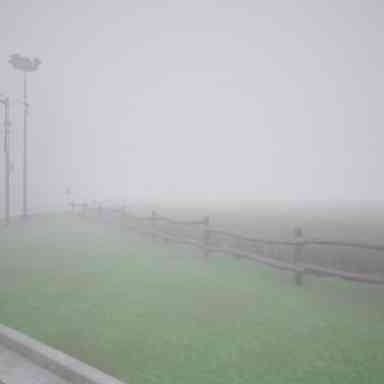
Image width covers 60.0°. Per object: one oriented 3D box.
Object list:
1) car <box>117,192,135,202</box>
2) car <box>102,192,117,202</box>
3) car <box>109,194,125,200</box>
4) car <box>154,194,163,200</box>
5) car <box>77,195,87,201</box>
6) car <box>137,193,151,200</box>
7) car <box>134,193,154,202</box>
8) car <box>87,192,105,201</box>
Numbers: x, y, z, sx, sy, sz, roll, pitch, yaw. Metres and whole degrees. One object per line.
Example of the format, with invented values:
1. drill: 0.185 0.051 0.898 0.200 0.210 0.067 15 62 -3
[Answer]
1. car: -13.824 1.288 72.373 1.882 1.535 5.008 0 0 10
2. car: -17.269 1.301 72.996 1.837 1.490 4.892 0 0 10
3. car: -18.856 1.167 83.873 2.033 1.411 5.357 0 0 10
4. car: -8.524 1.197 82.002 2.033 1.411 5.357 0 0 10
5. car: -24.058 1.306 74.790 1.812 1.442 4.674 0 0 10
6. car: -11.967 1.125 82.626 1.882 1.535 5.008 0 0 10
7. car: -10.306 1.384 72.159 1.994 1.385 4.181 0 0 10
8. car: -20.712 1.268 73.620 1.882 1.535 5.008 0 0 10
